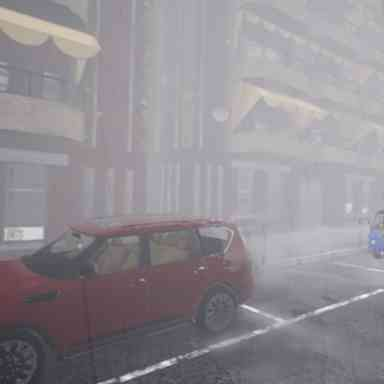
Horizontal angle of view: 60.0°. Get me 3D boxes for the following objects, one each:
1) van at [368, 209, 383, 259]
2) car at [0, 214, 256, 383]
[{"bbox_3d":[7.796,1.453,11.666,3.998,1.788,1.690,1,1,-36],"label":"van"},{"bbox_3d":[-1.188,1.336,5.219,5.009,1.841,2.192,1,1,-36],"label":"car"}]
